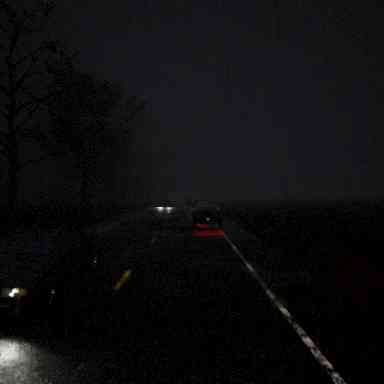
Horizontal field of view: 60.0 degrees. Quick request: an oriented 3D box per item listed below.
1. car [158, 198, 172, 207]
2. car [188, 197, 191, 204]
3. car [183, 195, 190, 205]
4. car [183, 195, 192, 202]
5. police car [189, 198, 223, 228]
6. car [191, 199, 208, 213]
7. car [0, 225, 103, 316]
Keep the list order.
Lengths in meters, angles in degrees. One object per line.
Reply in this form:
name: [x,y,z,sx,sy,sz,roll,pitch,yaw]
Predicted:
car: [-4.064,1.594,50.395,1.994,1.385,4.181,0,0,-1]
car: [0.842,1.516,32.395,1.837,1.490,4.892,0,0,-1]
car: [-0.625,1.641,58.188,1.895,1.301,4.718,0,0,-1]
car: [-1.050,1.464,75.654,1.994,1.385,4.181,0,0,-2]
police car: [0.945,1.430,22.495,1.930,1.638,5.238,0,0,0]
car: [0.763,1.542,38.400,1.812,1.442,4.674,0,0,-1]
car: [-3.620,1.548,7.973,2.033,1.411,5.357,0,0,0]
